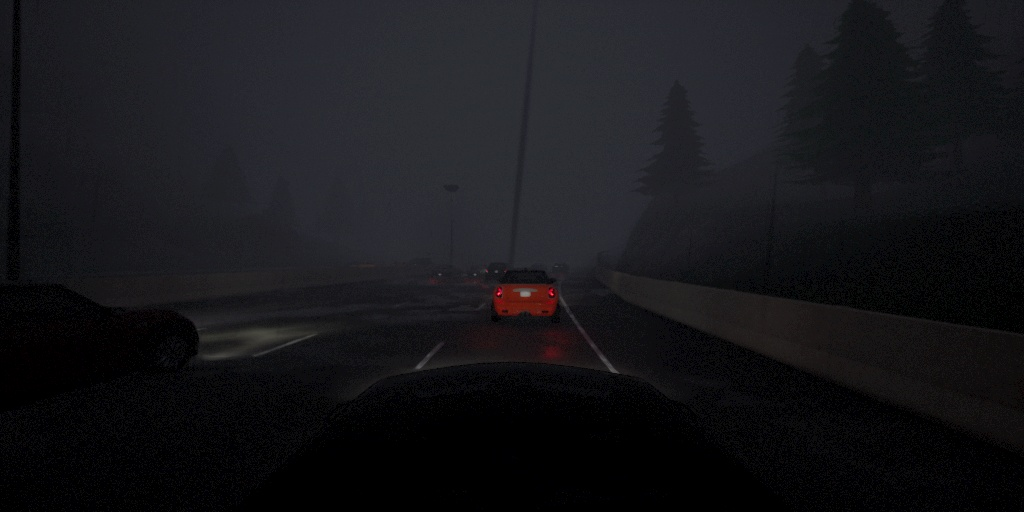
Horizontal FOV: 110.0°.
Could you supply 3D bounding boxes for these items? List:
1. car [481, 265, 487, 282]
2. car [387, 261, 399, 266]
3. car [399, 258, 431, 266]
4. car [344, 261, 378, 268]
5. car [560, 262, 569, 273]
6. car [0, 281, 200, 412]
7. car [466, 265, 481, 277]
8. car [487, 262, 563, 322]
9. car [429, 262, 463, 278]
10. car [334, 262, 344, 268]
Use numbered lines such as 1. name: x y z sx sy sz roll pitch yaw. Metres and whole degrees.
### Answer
1. car: -0.910 1.313 30.988 2.097 1.767 4.553 0 0 9
2. car: -17.358 1.552 55.247 1.882 1.535 5.008 0 0 15
3. car: -14.075 1.298 54.019 2.150 2.045 5.566 0 0 15
4. car: -21.681 1.515 52.597 1.882 1.535 5.008 0 0 14
5. car: 6.964 1.631 50.888 2.128 1.511 4.902 0 0 16
6. car: -6.802 1.096 4.686 2.097 1.767 4.553 0 -1 1
7. car: -3.270 1.607 38.292 1.895 1.301 4.718 0 0 11
8. car: 0.525 1.186 12.891 2.097 1.767 4.553 0 -1 3
9. car: -6.831 1.592 38.267 1.895 1.301 4.718 0 0 11
10. car: -24.826 1.541 54.338 1.837 1.490 4.892 0 0 15
